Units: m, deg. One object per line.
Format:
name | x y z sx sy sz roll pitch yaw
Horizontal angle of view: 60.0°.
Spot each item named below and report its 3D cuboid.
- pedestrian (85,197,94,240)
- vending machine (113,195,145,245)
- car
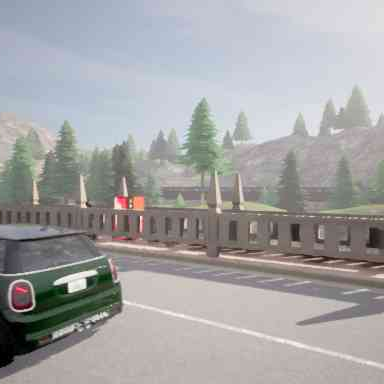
pedestrian | -4.516 1.136 14.342 0.375 1.860 0.375 1 1 28
vending machine | -2.789 1.189 14.724 0.880 2.100 1.100 1 0 29
car | -3.432 1.350 5.848 4.553 1.767 2.097 0 0 32
